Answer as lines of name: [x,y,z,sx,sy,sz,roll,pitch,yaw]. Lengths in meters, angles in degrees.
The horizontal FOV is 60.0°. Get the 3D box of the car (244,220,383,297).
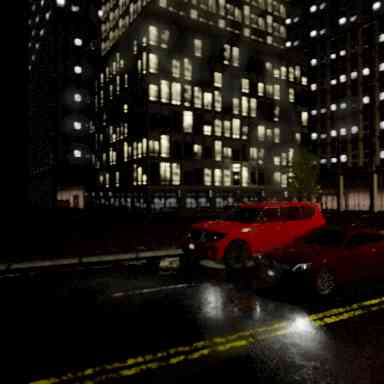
car: [3.891,1.648,8.982,4.674,1.442,1.812,0,-1,-29]

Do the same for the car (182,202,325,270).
car: [2.404,1.382,11.880,5.566,2.045,2.150,0,-1,-29]
